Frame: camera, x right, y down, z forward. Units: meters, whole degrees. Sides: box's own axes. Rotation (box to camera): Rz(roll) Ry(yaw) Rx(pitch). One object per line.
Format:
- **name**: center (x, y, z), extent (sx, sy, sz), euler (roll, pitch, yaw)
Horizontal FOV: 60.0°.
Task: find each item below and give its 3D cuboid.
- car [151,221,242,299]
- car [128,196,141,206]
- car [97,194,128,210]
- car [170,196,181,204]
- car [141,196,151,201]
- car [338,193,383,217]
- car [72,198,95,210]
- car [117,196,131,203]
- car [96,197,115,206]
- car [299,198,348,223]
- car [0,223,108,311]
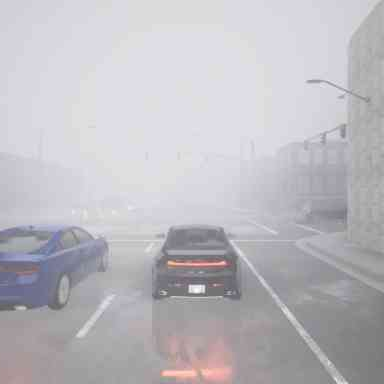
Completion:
- **car**: center (0.103, 1.505, 8.431), extent (1.837, 1.490, 4.892), euler (0, 0, 0)
- **car**: center (-10.428, 1.492, 55.518), extent (2.128, 1.511, 4.902), euler (0, 0, 0)
- **car**: center (-10.470, 1.221, 44.026), extent (2.150, 2.045, 5.566), euler (0, 0, 0)
- **car**: center (-3.211, 1.478, 65.952), extent (1.882, 1.535, 5.008), euler (0, 0, 0)
- **car**: center (-10.292, 1.462, 73.189), extent (1.882, 1.535, 5.008), euler (0, 0, 0)
- **car**: center (14.995, 1.015, 27.476), extent (5.008, 1.535, 1.882), euler (-5, 0, 0)
- **car**: center (-13.966, 1.526, 43.341), extent (1.812, 1.442, 4.674), euler (0, 0, 0)
- **car**: center (-13.812, 1.525, 67.439), extent (1.812, 1.442, 4.674), euler (0, 0, 0)
- **car**: center (-13.941, 1.563, 54.006), extent (1.994, 1.385, 4.181), euler (0, 0, 0)
- **car**: center (10.177, 1.210, 23.844), extent (4.553, 1.767, 2.097), euler (-3, 0, 1)
- **car**: center (-3.401, 1.478, 7.885), extent (1.882, 1.535, 5.008), euler (0, 0, 0)
